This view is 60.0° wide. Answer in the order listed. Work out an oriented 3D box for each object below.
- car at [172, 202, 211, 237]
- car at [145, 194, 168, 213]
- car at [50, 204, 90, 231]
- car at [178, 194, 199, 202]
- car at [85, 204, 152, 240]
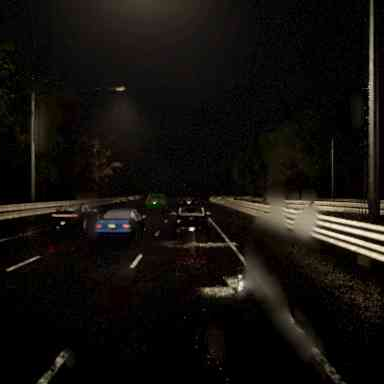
[{"bbox_3d":[-0.041,1.504,18.229,1.837,1.490,4.892,0,0,-1],"label":"car"},{"bbox_3d":[-3.894,1.234,36.706,2.150,2.045,5.566,0,0,-1],"label":"car"},{"bbox_3d":[-7.075,1.493,20.568,2.128,1.511,4.902,0,0,-1],"label":"car"},{"bbox_3d":[-0.395,1.233,36.759,2.150,2.045,5.566,0,0,-1],"label":"car"},{"bbox_3d":[-3.521,1.546,17.073,2.033,1.411,5.357,0,0,-1],"label":"car"}]
